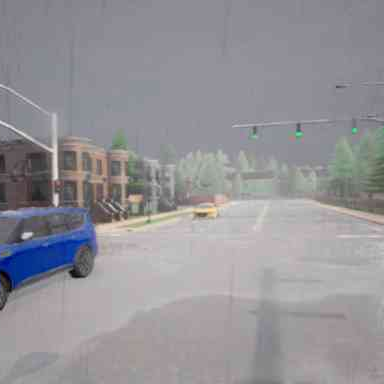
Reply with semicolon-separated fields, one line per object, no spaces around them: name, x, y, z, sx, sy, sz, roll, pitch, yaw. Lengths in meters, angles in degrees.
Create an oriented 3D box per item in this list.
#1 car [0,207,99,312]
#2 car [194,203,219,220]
car;-4.430;1.457;8.238;2.150;2.045;5.566;-2;-1;13
car;1.483;1.850;33.003;1.882;1.535;5.008;-2;0;13
